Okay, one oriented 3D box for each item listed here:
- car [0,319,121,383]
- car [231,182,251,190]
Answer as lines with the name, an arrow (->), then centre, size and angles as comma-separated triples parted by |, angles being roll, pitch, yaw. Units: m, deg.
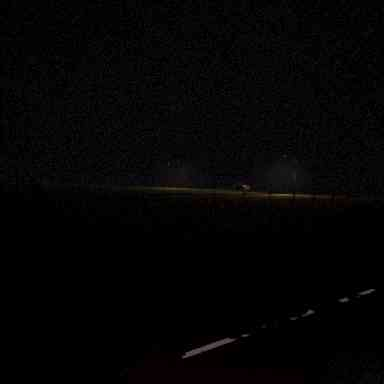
car -> -2.597, 1.506, 1.218 | 4.892, 1.490, 1.837 | 0, 0, -36
car -> 10.366, -1.260, 70.693 | 2.097, 1.767, 4.553 | 1, 2, -36
